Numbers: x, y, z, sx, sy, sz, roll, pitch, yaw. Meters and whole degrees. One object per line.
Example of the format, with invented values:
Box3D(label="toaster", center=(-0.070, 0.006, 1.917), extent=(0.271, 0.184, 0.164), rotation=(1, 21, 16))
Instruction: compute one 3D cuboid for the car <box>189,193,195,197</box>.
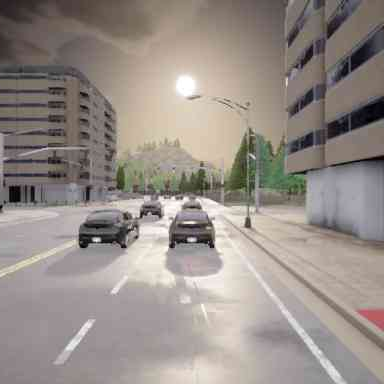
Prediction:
Box3D(label="car", center=(0.000, 1.448, 88.653), extent=(1.812, 1.442, 4.674), rotation=(0, 0, 0))

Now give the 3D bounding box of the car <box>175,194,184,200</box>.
Box3D(label="car", center=(-3.500, 1.438, 88.371), extent=(2.128, 1.511, 4.902), rotation=(0, 0, 0))

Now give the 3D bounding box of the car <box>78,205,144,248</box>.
Box3D(label="car", center=(-3.500, 1.514, 14.650), extent=(1.837, 1.490, 4.892), rotation=(0, 0, 0))

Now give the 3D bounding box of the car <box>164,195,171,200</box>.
Box3D(label="car", center=(-7.000, 1.471, 93.524), extent=(1.812, 1.442, 4.674), rotation=(0, 0, 0))

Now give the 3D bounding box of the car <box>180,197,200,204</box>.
Box3D(label="car", center=(0.000, 1.515, 29.650), extent=(1.837, 1.490, 4.892), rotation=(0, 0, 0))

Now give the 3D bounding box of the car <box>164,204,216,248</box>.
Box3D(label="car", center=(0.000, 1.514, 14.650), extent=(1.837, 1.490, 4.892), rotation=(0, 0, 0))

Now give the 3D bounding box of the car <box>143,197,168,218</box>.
Box3D(label="car", center=(-3.500, 1.515, 29.650), extent=(1.837, 1.490, 4.892), rotation=(0, 0, 0))

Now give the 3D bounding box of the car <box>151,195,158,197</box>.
Box3D(label="car", center=(-10.500, 1.472, 93.524), extent=(2.128, 1.511, 4.902), rotation=(0, 0, 0))
